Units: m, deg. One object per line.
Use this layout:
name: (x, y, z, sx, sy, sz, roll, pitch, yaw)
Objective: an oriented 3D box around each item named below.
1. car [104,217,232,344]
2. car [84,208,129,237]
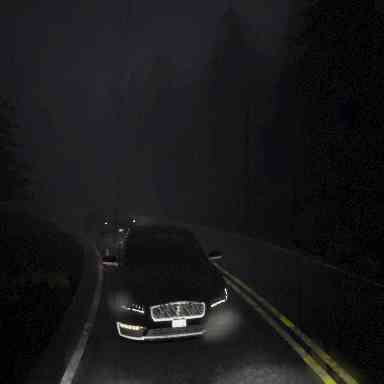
car: (-0.645, 1.495, 6.802, 1.837, 1.490, 4.892, -1, 0, -11)
car: (-4.632, 1.611, 18.539, 1.895, 1.301, 4.718, -3, 1, -29)
